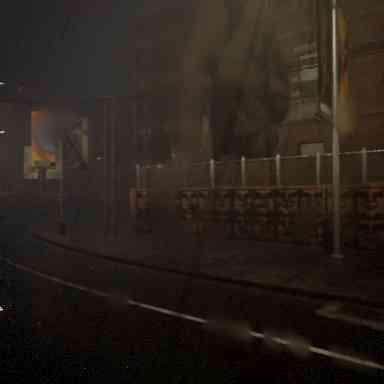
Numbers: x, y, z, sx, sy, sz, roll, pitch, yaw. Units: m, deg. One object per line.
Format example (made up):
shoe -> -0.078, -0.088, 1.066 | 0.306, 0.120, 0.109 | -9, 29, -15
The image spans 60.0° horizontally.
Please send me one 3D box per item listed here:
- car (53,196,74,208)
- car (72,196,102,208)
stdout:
car -> -22.266, 1.799, 60.414 | 2.150, 2.045, 5.566 | -1, 0, 33
car -> -18.479, 2.044, 59.768 | 1.837, 1.490, 4.892 | -1, 0, 34
